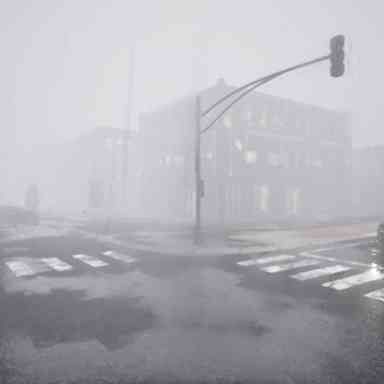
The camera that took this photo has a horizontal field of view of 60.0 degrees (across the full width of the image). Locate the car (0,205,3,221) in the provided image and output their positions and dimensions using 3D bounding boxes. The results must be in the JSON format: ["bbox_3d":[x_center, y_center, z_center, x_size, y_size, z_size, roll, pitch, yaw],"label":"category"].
[{"bbox_3d":[-15.975,1.928,29.719,1.802,1.307,4.206,-1,0,-35],"label":"car"}]

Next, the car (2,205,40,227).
[{"bbox_3d":[-12.769,1.834,25.208,2.008,1.369,4.403,-1,0,-35],"label":"car"}]

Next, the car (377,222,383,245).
[{"bbox_3d":[10.252,1.554,14.967,5.008,1.535,1.882,0,0,-36],"label":"car"}]

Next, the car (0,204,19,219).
[{"bbox_3d":[-19.181,1.991,34.230,1.802,1.307,4.206,-1,0,-35],"label":"car"}]
